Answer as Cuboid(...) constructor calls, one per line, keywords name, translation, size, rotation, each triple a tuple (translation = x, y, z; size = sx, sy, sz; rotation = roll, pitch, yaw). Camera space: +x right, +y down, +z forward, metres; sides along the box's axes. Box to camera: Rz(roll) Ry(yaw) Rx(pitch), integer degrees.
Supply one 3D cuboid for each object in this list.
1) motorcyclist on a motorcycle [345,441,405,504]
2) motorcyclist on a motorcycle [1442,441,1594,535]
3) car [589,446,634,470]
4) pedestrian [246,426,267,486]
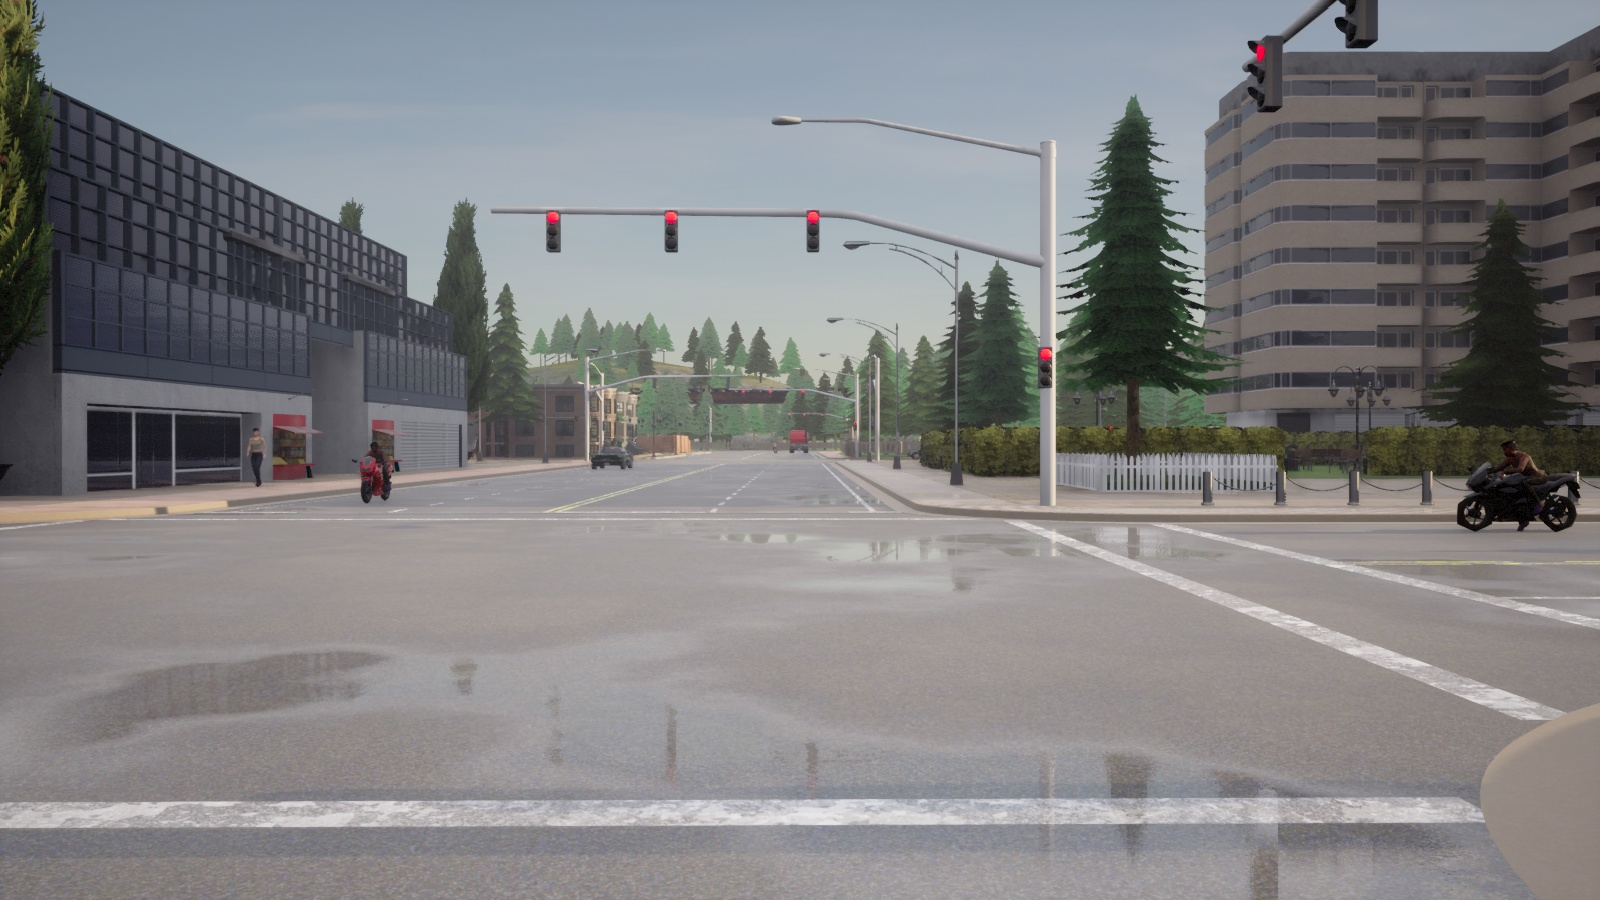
Cuboid(name="motorcyclist on a motorcycle", translation=(-10.665, 0.542, 31.586), size=(0.797, 1.523, 2.044), rotation=(0, 0, 0))
Cuboid(name="motorcyclist on a motorcycle", translation=(11.870, 0.621, 20.800), size=(2.044, 1.523, 0.797), rotation=(0, 0, 0))
Cuboid(name="car", translation=(-10.666, 0.436, 71.367), size=(1.895, 1.301, 4.718), rotation=(0, 0, 0))
Cuboid(name="pedestrian", translation=(-16.791, 0.173, 38.801), size=(0.345, 1.836, 0.594), rotation=(0, 0, 2))
